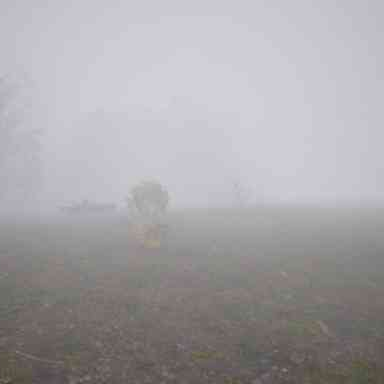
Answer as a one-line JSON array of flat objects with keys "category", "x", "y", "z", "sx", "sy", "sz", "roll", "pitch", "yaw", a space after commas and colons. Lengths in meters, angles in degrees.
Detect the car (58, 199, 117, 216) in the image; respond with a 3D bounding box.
[{"category": "car", "x": -8.529, "y": 1.270, "z": 27.723, "sx": 1.895, "sy": 1.301, "sz": 4.718, "roll": -1, "pitch": 0, "yaw": 35}]
